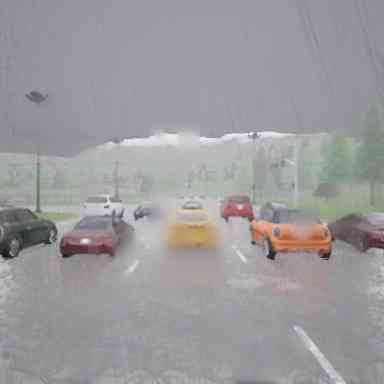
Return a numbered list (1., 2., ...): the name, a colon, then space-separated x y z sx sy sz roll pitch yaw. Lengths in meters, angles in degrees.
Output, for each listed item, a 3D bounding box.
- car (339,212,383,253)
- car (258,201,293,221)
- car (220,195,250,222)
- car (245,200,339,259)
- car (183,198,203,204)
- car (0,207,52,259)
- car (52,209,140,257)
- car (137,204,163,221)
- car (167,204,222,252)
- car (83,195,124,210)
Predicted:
1. car: 7.038 1.534 13.505 1.812 1.442 4.674 0 0 1
2. car: 7.031 1.542 28.521 1.812 1.442 4.674 0 0 0
3. car: 3.518 1.239 26.775 2.150 2.045 5.566 0 0 0
4. car: 3.532 1.359 12.762 2.097 1.767 4.553 0 0 1
5. car: 0.033 1.542 28.524 1.812 1.442 4.674 0 0 0
6. car: -6.968 1.358 12.752 2.097 1.767 4.553 0 0 0
7. car: -3.467 1.572 12.894 1.994 1.385 4.181 0 0 1
8. car: -3.478 1.616 27.232 1.895 1.301 4.718 0 0 1
9. car: 0.042 1.486 13.978 1.882 1.535 5.008 0 0 1
10. car: -6.982 1.238 26.724 2.150 2.045 5.566 0 0 0
